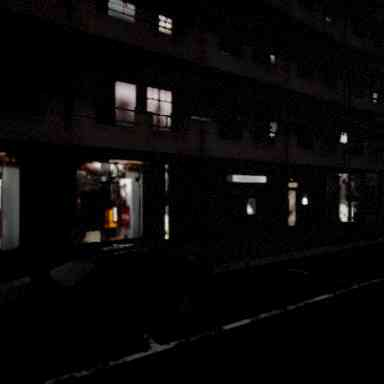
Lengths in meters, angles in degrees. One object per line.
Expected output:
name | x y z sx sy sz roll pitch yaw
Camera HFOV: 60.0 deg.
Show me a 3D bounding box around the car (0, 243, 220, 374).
car | -1.407 1.580 5.553 4.206 1.307 1.802 0 0 -35
